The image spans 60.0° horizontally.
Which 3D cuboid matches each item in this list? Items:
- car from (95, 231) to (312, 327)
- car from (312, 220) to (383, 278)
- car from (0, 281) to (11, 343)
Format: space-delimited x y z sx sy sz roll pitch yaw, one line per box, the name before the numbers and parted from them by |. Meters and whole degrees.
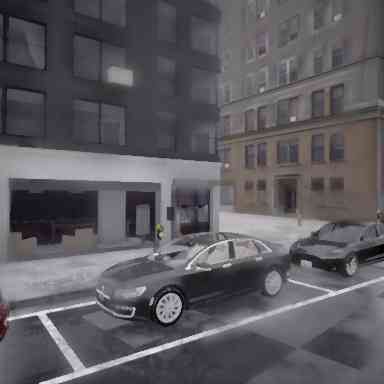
car | 0.237 1.550 6.926 4.403 1.369 2.008 0 1 -35
car | 4.856 1.566 10.221 4.313 1.339 1.947 0 1 -35
car | -4.381 1.580 3.632 4.206 1.307 1.802 0 1 -35
